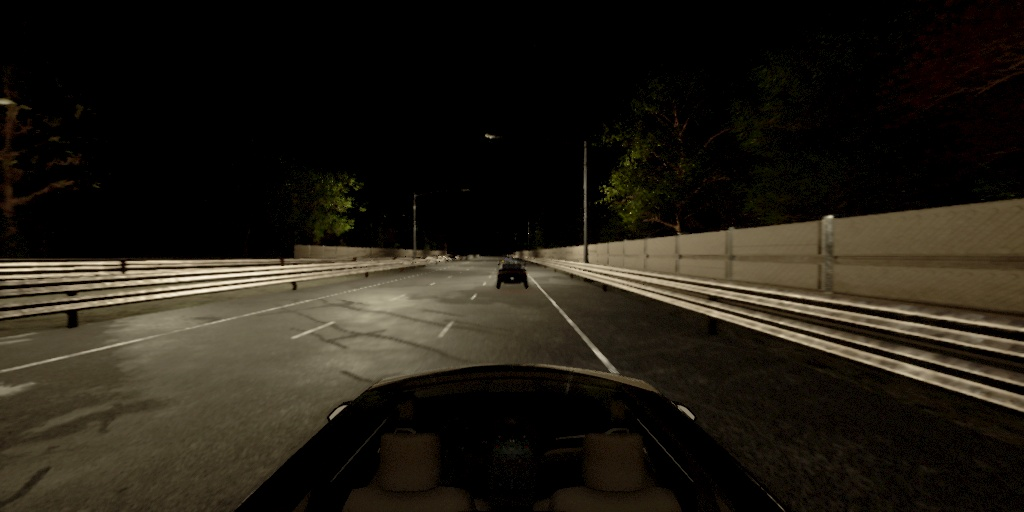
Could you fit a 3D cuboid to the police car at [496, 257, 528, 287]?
[{"bbox_3d":[-0.003,1.060,23.220,1.930,1.638,5.238,0,0,0],"label":"police car"}]
